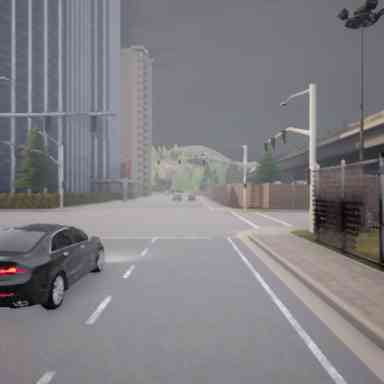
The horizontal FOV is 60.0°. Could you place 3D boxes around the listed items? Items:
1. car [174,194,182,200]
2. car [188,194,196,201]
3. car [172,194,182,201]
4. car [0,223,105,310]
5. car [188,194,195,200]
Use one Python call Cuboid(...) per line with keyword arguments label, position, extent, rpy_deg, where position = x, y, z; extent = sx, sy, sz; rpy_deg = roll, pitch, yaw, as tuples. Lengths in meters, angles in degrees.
Cuboid(label="car", position=(-3.537, 1.301, 87.285), extent=(1.895, 1.301, 4.718), rpy_deg=(0, 0, 0))
Cuboid(label="car", position=(-0.032, 1.400, 76.855), extent=(2.033, 1.411, 5.357), rpy_deg=(0, 0, 0))
Cuboid(label="car", position=(-3.532, 1.400, 76.854), extent=(2.033, 1.411, 5.357), rpy_deg=(0, 0, 0))
Cuboid(label="car", position=(-3.445, 1.490, 7.786), extent=(1.837, 1.490, 4.892), rpy_deg=(0, 0, 0))
Cuboid(label="car", position=(-0.037, 1.231, 87.256), extent=(1.812, 1.442, 4.674), rpy_deg=(0, 0, 0))
